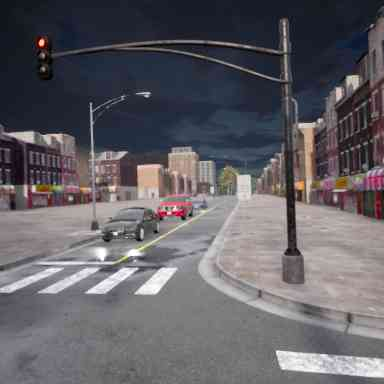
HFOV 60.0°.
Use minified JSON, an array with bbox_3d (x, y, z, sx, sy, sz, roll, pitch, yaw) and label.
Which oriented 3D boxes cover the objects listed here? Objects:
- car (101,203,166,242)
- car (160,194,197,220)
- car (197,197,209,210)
[{"bbox_3d":[-2.983,1.571,17.035,1.837,1.490,4.892,-2,0,9],"label":"car"},{"bbox_3d":[-1.282,1.197,27.575,2.150,2.045,5.566,-2,0,9],"label":"car"},{"bbox_3d":[0.816,1.387,40.294,1.812,1.442,4.674,-2,1,9],"label":"car"}]
